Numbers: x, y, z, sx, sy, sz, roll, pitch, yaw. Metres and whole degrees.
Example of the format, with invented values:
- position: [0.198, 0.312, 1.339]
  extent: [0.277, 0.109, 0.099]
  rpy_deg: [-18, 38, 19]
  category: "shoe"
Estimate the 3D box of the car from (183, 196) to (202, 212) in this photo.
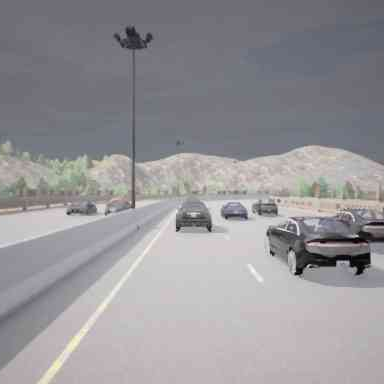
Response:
- position: [0.089, 1.353, 38.806]
  extent: [2.097, 1.767, 4.553]
  rpy_deg: [0, 0, 0]
  category: "car"

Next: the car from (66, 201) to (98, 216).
- position: [-10.598, 1.564, 32.246]
  extent: [1.994, 1.385, 4.181]
  rpy_deg: [0, 0, 0]
  category: "car"

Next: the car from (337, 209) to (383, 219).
- position: [7.096, 1.493, 14.478]
  extent: [2.128, 1.511, 4.902]
  rpy_deg: [0, 0, 0]
  category: "car"

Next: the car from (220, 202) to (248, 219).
- position: [3.592, 1.565, 28.894]
  extent: [1.994, 1.385, 4.181]
  rpy_deg: [0, 0, 0]
  category: "car"

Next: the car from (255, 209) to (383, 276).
- position: [3.597, 1.492, 10.354]
  extent: [2.128, 1.511, 4.902]
  rpy_deg: [0, 0, 0]
  category: "car"

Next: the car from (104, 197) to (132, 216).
- position: [-7.099, 1.492, 32.326]
  extent: [2.128, 1.511, 4.902]
  rpy_deg: [0, 0, 0]
  category: "car"

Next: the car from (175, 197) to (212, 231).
- position: [0.093, 1.353, 20.833]
  extent: [2.097, 1.767, 4.553]
  rpy_deg: [0, 0, 0]
  category: "car"

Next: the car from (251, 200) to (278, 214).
- position: [7.091, 1.493, 32.729]
  extent: [2.128, 1.511, 4.902]
  rpy_deg: [0, 0, 0]
  category: "car"
